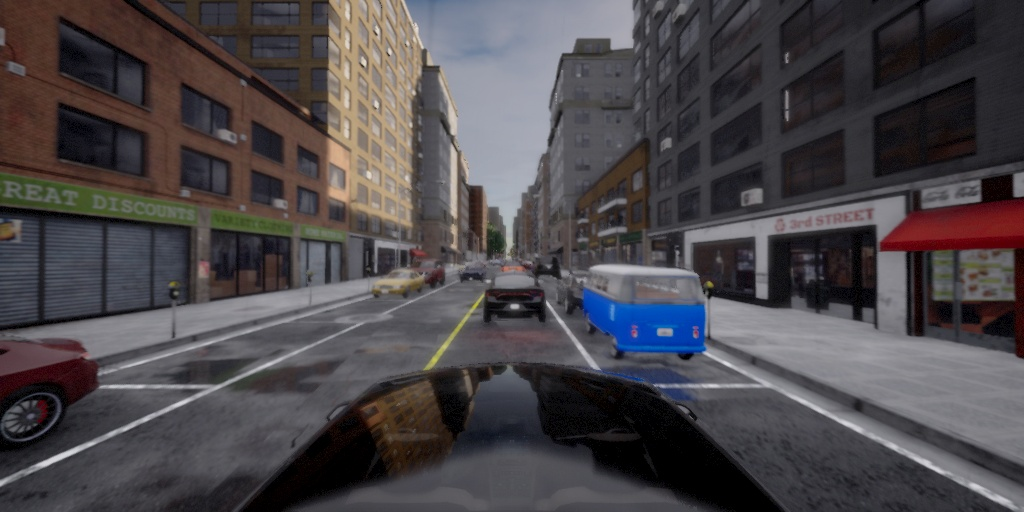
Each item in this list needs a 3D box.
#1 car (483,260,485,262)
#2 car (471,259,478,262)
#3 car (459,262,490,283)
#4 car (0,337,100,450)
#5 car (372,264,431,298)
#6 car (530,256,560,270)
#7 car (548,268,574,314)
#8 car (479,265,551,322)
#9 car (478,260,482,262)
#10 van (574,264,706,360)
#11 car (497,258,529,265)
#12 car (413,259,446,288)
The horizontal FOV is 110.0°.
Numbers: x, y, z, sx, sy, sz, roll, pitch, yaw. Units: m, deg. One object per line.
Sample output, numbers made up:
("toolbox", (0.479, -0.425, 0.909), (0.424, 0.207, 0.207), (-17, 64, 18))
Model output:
("car", (-5.845, 1.368, 57.550), (1.967, 1.591, 4.097), (0, 0, 0))
("car", (-5.847, 1.411, 46.395), (1.751, 1.417, 4.829), (0, 0, 0))
("car", (-3.095, 1.428, 29.272), (1.895, 1.301, 4.718), (0, 0, 0))
("car", (-5.856, 1.335, 2.621), (1.802, 1.307, 4.207), (0, 0, 0))
("car", (-5.852, 1.322, 18.931), (1.751, 1.417, 4.829), (0, 0, 0))
("car", (3.113, 1.058, 32.718), (2.150, 2.045, 5.566), (0, 0, 0))
("car", (2.677, 1.331, 13.626), (2.007, 1.370, 4.403), (0, 0, 0))
("car", (0.090, 1.256, 12.457), (1.882, 1.535, 5.008), (0, 0, 0))
("car", (-5.846, 1.457, 52.057), (2.007, 1.370, 4.403), (0, 0, 0))
("van", (2.677, 1.107, 8.134), (1.690, 1.789, 3.998), (0, 0, 0))
("car", (0.099, 1.183, 30.621), (2.097, 1.767, 4.553), (0, 0, 0))
("car", (-5.851, 1.127, 24.593), (2.192, 1.841, 5.009), (0, 0, 0))
